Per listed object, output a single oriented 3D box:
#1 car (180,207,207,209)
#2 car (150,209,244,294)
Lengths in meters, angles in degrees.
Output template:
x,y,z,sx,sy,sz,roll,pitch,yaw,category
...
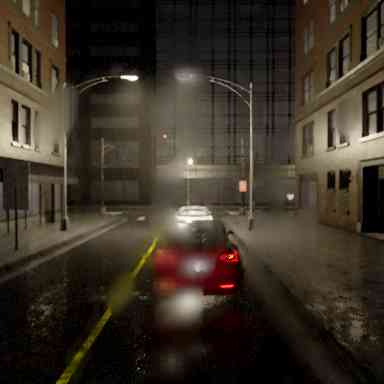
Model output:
x,y,z,sx,sy,sz,roll,pitch,yaw,category
0.077,1.417,17.568,1.895,1.301,4.718,0,1,0,car
0.097,1.413,8.552,2.163,1.488,4.792,0,1,0,car
